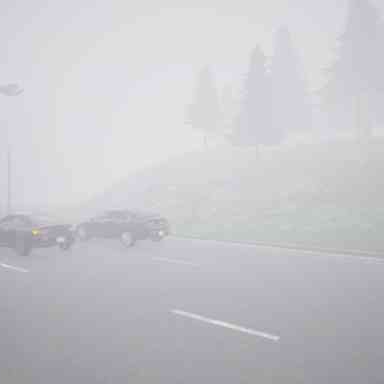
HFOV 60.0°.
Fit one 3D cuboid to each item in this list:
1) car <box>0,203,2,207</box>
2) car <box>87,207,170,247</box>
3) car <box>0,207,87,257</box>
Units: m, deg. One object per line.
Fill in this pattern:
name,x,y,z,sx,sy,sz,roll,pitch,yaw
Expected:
car,-15.846,1.144,24.270,5.566,2.045,2.150,1,1,41
car,-3.214,1.467,14.832,4.892,1.490,1.837,-2,-1,36
car,-6.379,1.490,12.802,4.674,1.442,1.812,-1,0,36
